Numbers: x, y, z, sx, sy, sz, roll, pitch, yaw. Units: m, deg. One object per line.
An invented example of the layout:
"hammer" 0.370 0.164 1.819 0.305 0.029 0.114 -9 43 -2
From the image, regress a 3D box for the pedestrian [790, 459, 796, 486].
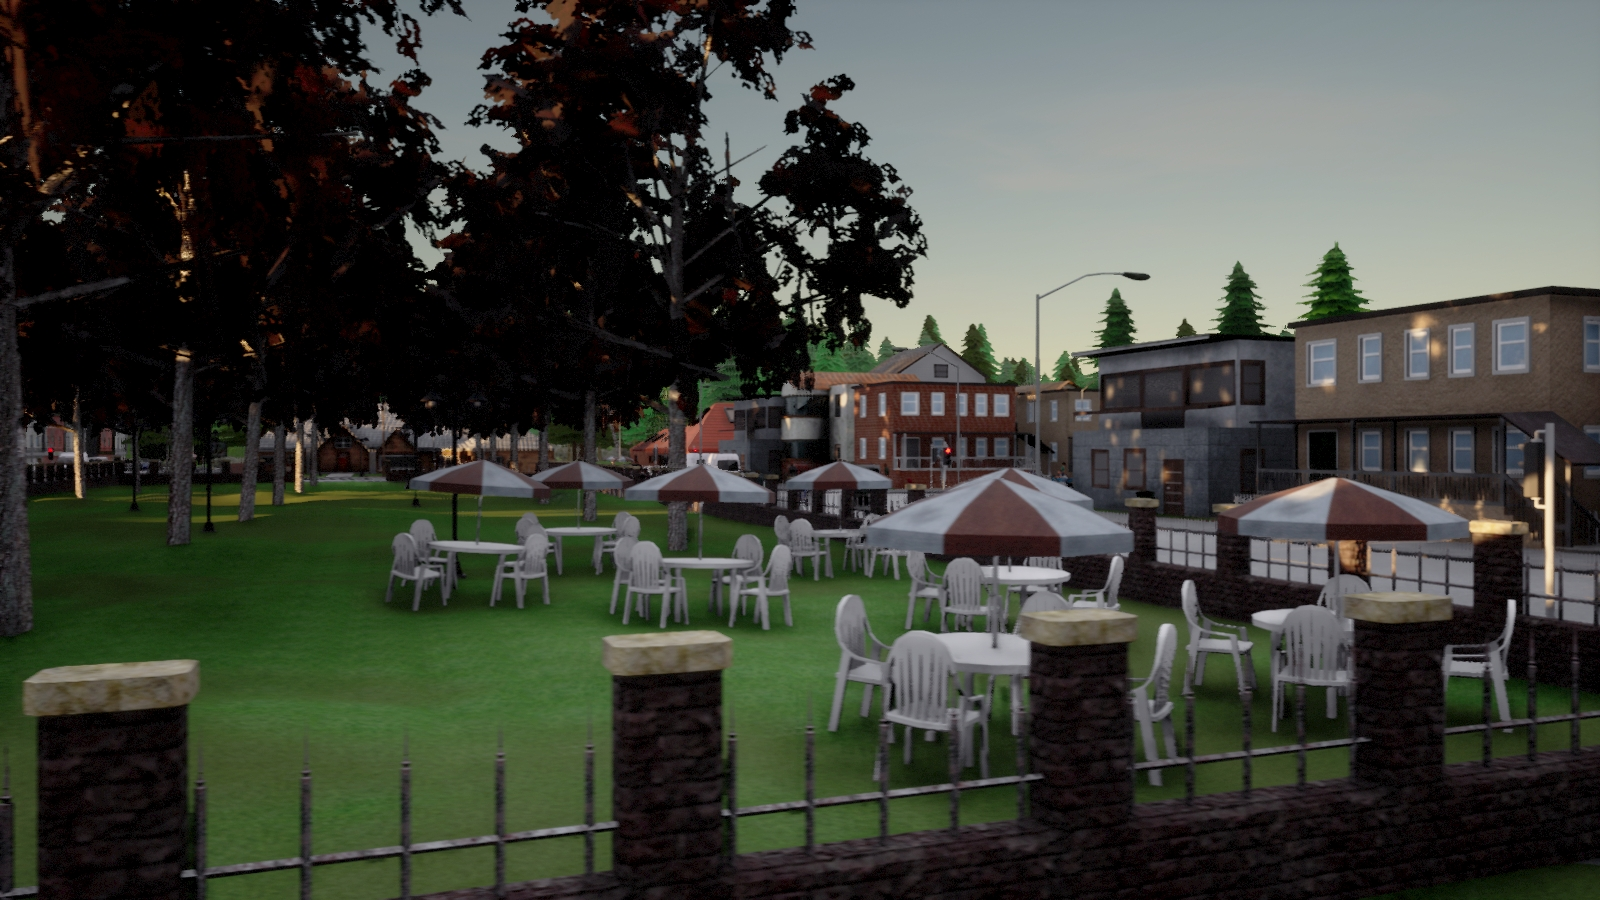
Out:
"pedestrian" -0.498 1.523 78.909 0.375 1.860 0.375 0 0 4

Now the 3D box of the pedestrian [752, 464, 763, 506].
"pedestrian" -1.867 1.529 49.993 0.375 1.860 0.375 0 0 -29

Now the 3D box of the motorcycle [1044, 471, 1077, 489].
"motorcycle" 17.262 2.004 75.711 2.033 1.145 0.803 0 0 -20

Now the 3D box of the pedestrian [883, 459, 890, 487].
"pedestrian" 5.822 1.524 76.819 0.375 1.860 0.375 0 0 -4
